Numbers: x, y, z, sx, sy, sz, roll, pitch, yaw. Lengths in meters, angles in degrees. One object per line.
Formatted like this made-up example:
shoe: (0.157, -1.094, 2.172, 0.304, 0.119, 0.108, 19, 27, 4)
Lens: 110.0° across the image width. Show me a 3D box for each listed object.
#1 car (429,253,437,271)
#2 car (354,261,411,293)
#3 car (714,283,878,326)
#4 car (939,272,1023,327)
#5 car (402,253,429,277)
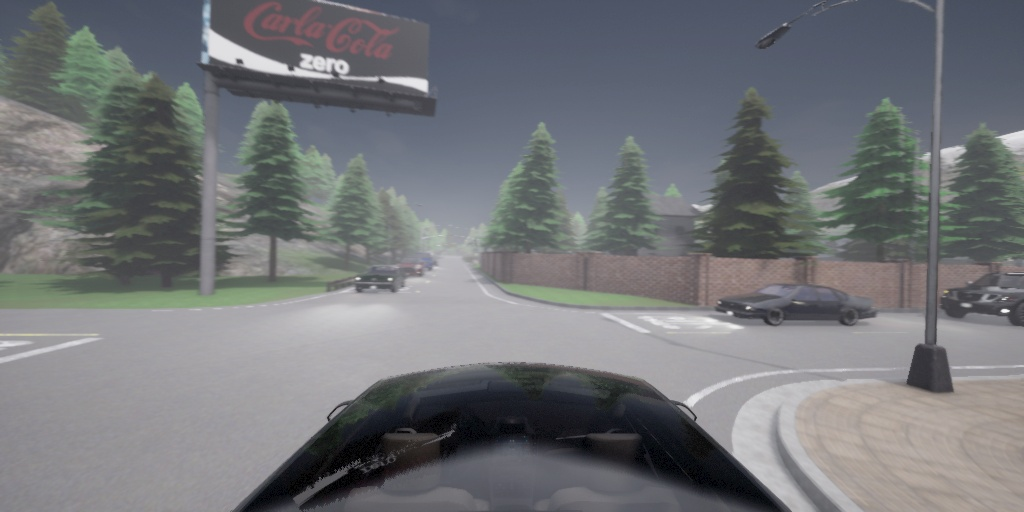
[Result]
car: (-10.355, 0.636, 41.780, 2.150, 2.045, 5.566, 2, 0, -9)
car: (-6.732, 1.133, 18.761, 1.895, 1.301, 4.718, 2, 0, -9)
car: (10.470, 1.732, 13.285, 5.357, 1.411, 2.033, 2, 0, -8)
car: (20.987, 1.693, 14.759, 5.566, 2.045, 2.150, 2, 0, -8)
car: (-8.603, 0.822, 30.638, 2.097, 1.767, 4.553, 2, 0, -9)
